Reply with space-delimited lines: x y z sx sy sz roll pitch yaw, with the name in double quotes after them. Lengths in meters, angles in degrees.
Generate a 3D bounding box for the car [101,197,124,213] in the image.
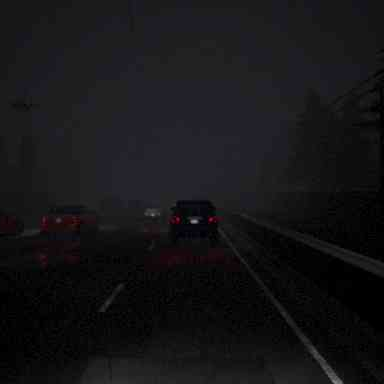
-10.409 1.606 43.065 2.150 2.045 5.566 0 0 0 "car"

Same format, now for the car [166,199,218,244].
0.097 1.374 16.877 2.150 2.045 5.566 0 0 0 "car"

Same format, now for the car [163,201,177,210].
-3.411 2.066 52.300 1.895 1.301 4.718 0 -1 0 "car"

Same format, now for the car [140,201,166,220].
-3.413 1.806 31.369 1.812 1.442 4.674 0 -1 0 "car"

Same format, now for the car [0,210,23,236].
-10.404 1.500 16.585 2.097 1.767 4.553 0 -1 0 "car"

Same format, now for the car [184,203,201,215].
0.091 1.948 38.946 1.895 1.301 4.718 0 0 0 "car"

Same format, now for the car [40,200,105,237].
-6.903 1.524 19.353 2.097 1.767 4.553 0 -1 0 "car"

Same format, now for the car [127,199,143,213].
-6.910 1.730 42.505 2.097 1.767 4.553 0 -1 0 "car"
